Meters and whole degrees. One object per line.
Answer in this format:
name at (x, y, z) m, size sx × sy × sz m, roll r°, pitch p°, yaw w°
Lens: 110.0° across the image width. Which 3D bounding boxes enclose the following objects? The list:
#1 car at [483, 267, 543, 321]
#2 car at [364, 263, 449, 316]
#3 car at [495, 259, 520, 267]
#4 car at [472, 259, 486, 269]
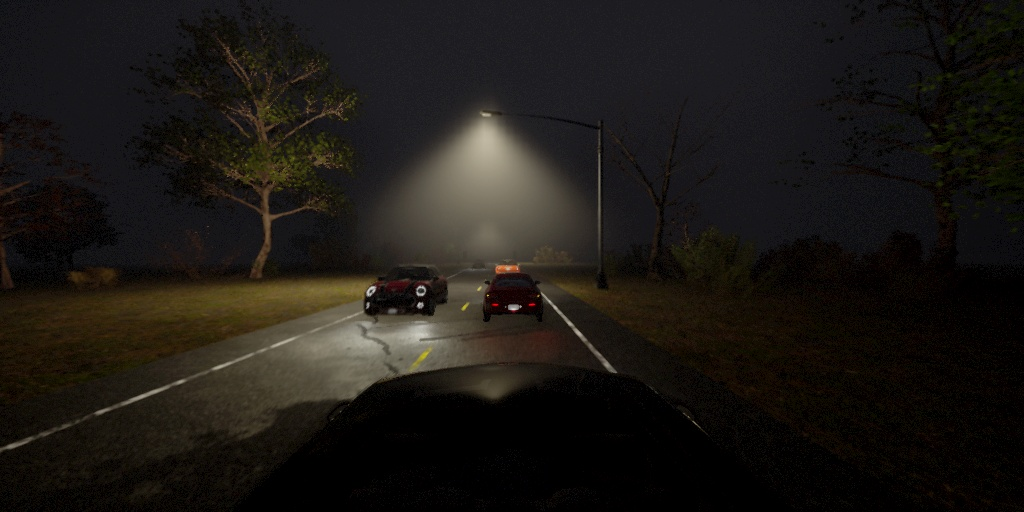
car at (0.020, 1.271, 12.343) m, size 1.812 × 1.442 × 4.674 m, roll 0°, pitch 0°, yaw -1°
car at (-3.693, 1.099, 13.229) m, size 2.097 × 1.767 × 4.553 m, roll 0°, pitch 0°, yaw -1°
car at (-0.374, 1.079, 30.946) m, size 2.097 × 1.767 × 4.553 m, roll 0°, pitch 0°, yaw -2°
car at (-5.044, 1.219, 54.871) m, size 1.812 × 1.442 × 4.674 m, roll 0°, pitch 0°, yaw -3°
